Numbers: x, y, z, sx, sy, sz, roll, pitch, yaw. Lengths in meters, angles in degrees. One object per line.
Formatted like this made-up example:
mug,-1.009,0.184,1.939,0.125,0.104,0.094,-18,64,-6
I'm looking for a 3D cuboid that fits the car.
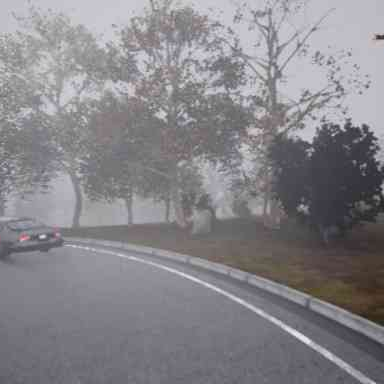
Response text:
car,-7.275,1.657,12.897,5.357,1.411,2.033,-2,-1,33
